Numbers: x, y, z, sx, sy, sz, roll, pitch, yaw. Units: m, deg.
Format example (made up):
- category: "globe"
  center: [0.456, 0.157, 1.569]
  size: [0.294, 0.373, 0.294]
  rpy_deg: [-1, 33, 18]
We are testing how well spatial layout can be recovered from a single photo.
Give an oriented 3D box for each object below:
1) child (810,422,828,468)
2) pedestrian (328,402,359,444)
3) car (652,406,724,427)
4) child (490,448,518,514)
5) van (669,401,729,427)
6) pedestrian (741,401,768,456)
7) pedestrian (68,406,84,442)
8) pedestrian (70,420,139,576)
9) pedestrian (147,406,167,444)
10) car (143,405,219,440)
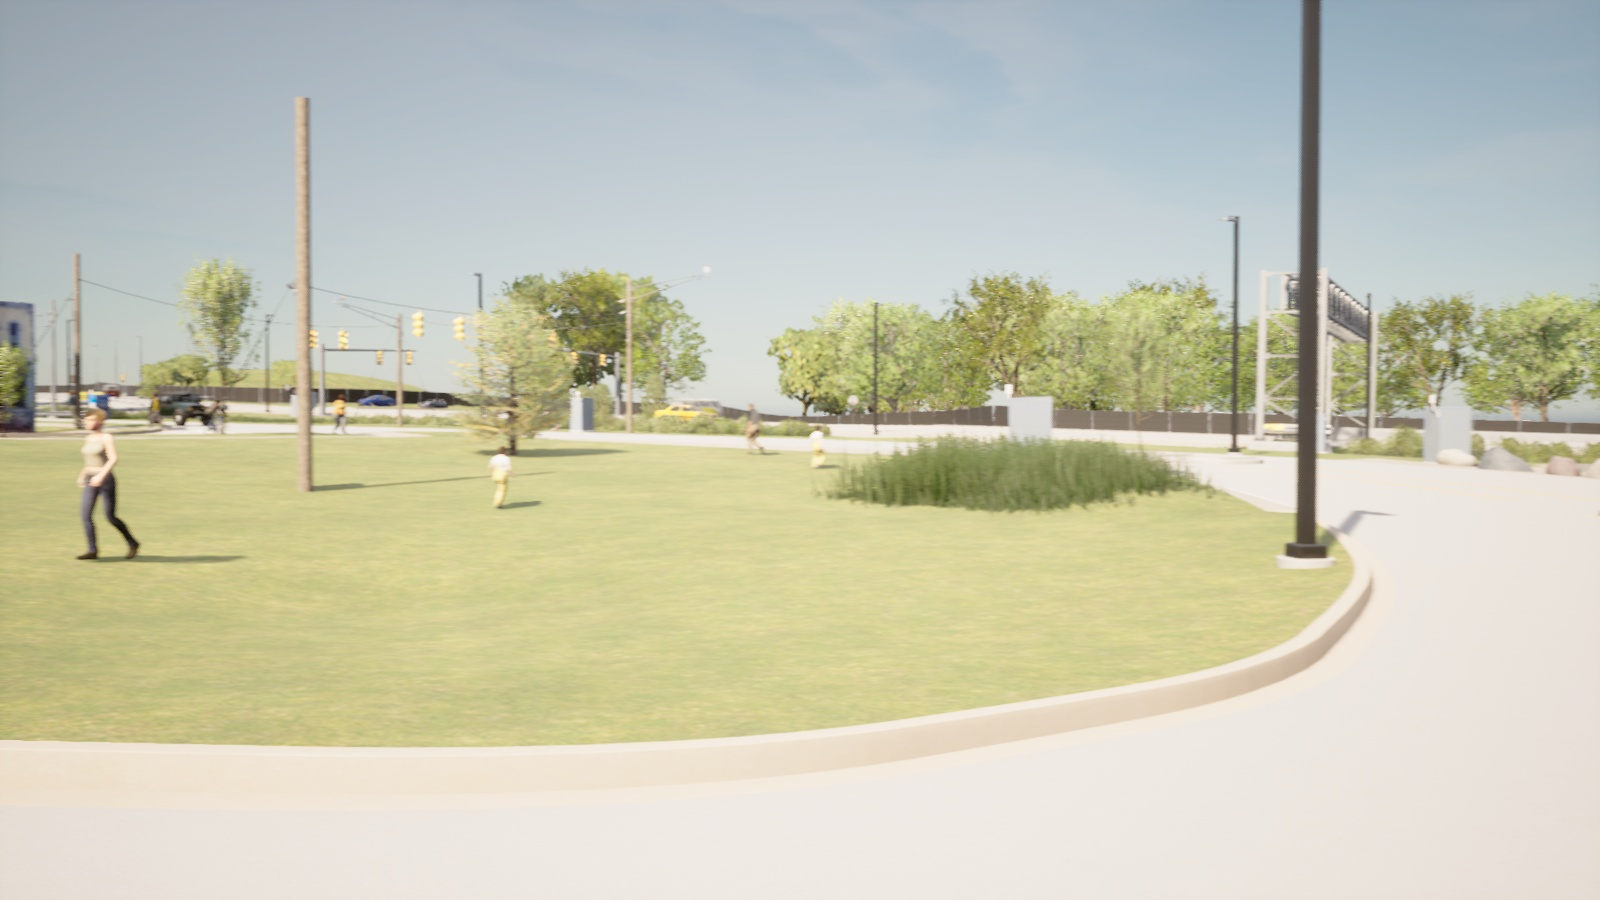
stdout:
- category: "child"
  center: [0.534, -0.140, 34.728]
  size: [0.270, 1.263, 0.437]
  rpy_deg: [0, 2, 34]
- category: "pedestrian"
  center: [-20.505, -1.194, 56.388]
  size: [0.900, 1.855, 0.874]
  rpy_deg: [0, 2, 33]
- category: "car"
  center: [-8.464, -2.541, 95.007]
  size: [5.366, 1.575, 1.801]
  rpy_deg: [1, 2, 29]
- category: "child"
  center: [-5.790, 0.606, 24.558]
  size: [0.270, 1.263, 0.437]
  rpy_deg: [0, 1, 30]
- category: "van"
  center: [-7.948, -2.854, 98.722]
  size: [4.442, 1.987, 1.775]
  rpy_deg: [1, 2, 29]
- category: "pedestrian"
  center: [-1.526, -0.719, 42.276]
  size: [0.694, 1.848, 0.540]
  rpy_deg: [0, 2, 41]
- category: "pedestrian"
  center: [-37.283, -1.341, 64.664]
  size: [0.726, 1.835, 0.370]
  rpy_deg: [0, 1, 29]
- category: "pedestrian"
  center: [-8.342, 0.562, 15.076]
  size: [0.345, 1.836, 0.594]
  rpy_deg: [-1, 1, 22]
- category: "pedestrian"
  center: [-31.798, -1.242, 62.098]
  size: [0.709, 1.840, 0.431]
  rpy_deg: [-1, 1, -6]
- category: "car"
  center: [-34.374, -1.527, 69.755]
  size: [3.866, 1.878, 1.905]
  rpy_deg: [0, 2, 30]
